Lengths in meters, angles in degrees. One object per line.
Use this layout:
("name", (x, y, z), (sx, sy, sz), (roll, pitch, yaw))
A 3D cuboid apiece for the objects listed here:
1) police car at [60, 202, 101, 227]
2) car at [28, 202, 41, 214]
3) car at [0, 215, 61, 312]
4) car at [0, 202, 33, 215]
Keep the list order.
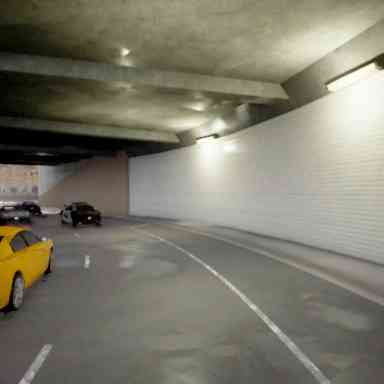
("police car", (-8.159, 1.515, 23.998), (1.930, 1.638, 5.238), (-1, 0, -34))
("car", (-18.405, 1.759, 37.211), (1.994, 1.385, 4.181), (-1, 0, -39))
("car", (-4.542, 1.525, 7.607), (1.882, 1.535, 5.008), (0, 0, -11))
("car", (-15.008, 1.759, 27.550), (1.895, 1.301, 4.718), (-1, 0, -38))
